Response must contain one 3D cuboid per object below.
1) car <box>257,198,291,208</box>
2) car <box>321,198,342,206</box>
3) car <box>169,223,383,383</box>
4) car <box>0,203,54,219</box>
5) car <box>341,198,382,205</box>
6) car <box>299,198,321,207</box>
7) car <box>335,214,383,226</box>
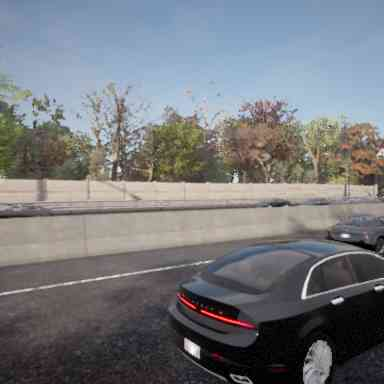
[{"bbox_3d":[10.171,1.463,41.329,5.008,1.535,1.882,0,0,-35],"label":"car"},{"bbox_3d":[17.385,1.477,37.873,4.902,1.511,2.128,0,0,-35],"label":"car"},{"bbox_3d":[1.976,1.501,5.156,4.892,1.490,1.837,0,0,-35],"label":"car"},{"bbox_3d":[-11.565,1.490,21.528,4.902,1.511,2.128,0,0,-35],"label":"car"},{"bbox_3d":[17.726,1.463,33.823,5.008,1.535,1.882,0,0,-35],"label":"car"},{"bbox_3d":[15.106,1.490,40.547,4.892,1.490,1.837,0,0,-35],"label":"car"},{"bbox_3d":[7.173,1.553,13.161,4.181,1.385,1.994,0,0,-36],"label":"car"}]
